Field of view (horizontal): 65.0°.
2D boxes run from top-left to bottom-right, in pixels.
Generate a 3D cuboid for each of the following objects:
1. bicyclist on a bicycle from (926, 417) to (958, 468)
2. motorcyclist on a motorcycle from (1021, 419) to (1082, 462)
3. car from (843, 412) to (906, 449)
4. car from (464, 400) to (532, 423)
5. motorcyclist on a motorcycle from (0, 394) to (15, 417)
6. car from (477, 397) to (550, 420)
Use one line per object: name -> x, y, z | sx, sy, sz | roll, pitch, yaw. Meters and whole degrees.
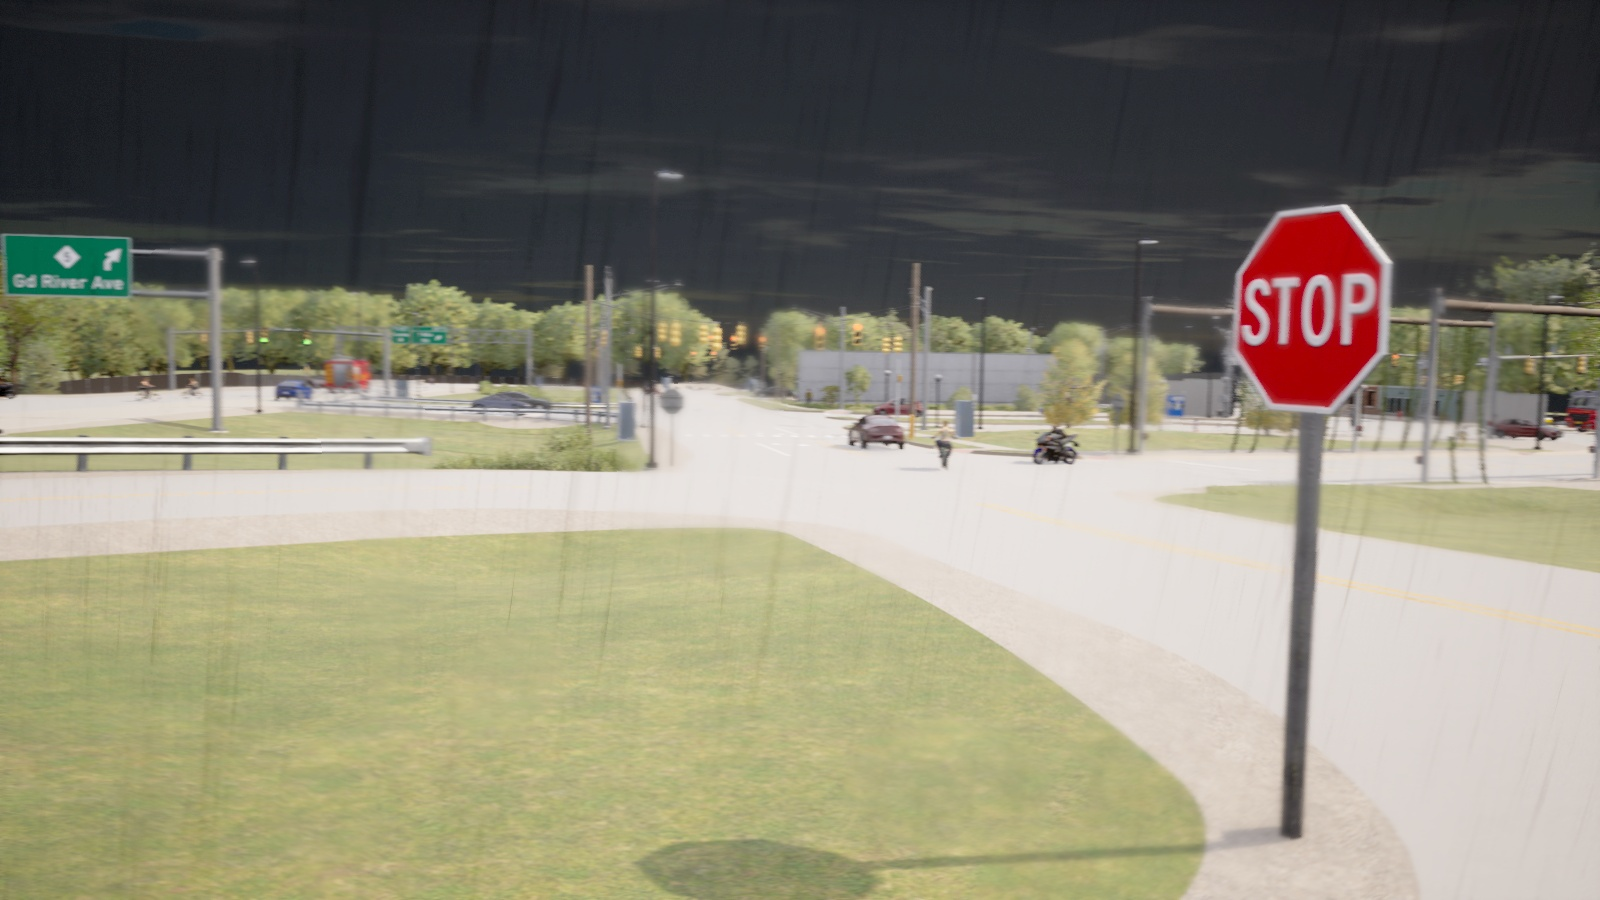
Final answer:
bicyclist on a bicycle -> 4.631, -0.262, 40.957 | 0.866, 1.612, 1.509 | 0, 3, -1
motorcyclist on a motorcycle -> 9.323, -0.373, 46.489 | 2.191, 1.530, 0.866 | -1, 4, -33
car -> 3.204, -0.885, 55.001 | 1.812, 1.442, 4.674 | -1, 3, -9
car -> -20.159, -2.583, 83.920 | 4.181, 1.385, 1.994 | 1, 3, -7
motorcyclist on a motorcycle -> -52.708, -2.921, 82.219 | 2.044, 1.523, 0.797 | 0, 4, -3
car -> -19.959, -2.883, 87.575 | 4.892, 1.490, 1.837 | -1, 3, -10
